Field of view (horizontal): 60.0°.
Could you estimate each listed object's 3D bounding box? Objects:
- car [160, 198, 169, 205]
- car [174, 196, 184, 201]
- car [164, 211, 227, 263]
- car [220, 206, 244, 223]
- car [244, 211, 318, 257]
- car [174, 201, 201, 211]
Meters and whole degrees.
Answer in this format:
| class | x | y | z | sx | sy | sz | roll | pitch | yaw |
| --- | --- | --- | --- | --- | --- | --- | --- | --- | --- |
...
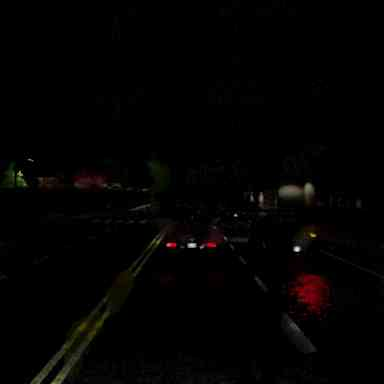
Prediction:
| class | x | y | z | sx | sy | sz | roll | pitch | yaw |
| --- | --- | --- | --- | --- | --- | --- | --- | --- | --- |
| car | -6.617 | 2.345 | 81.876 | 1.837 | 1.490 | 4.892 | 0 | -1 | 1 |
| car | -3.126 | 2.064 | 81.214 | 2.150 | 2.045 | 5.566 | 0 | -1 | 1 |
| car | 0.006 | 1.678 | 12.504 | 2.033 | 1.411 | 5.357 | 0 | -1 | 0 |
| car | 3.516 | 1.860 | 28.530 | 1.994 | 1.385 | 4.181 | 0 | -1 | 1 |
| car | 3.516 | 1.648 | 13.496 | 1.837 | 1.490 | 4.892 | 0 | 0 | 0 |
| car | -0.352 | 1.788 | 28.436 | 2.128 | 1.511 | 4.902 | 0 | 0 | -9 |
